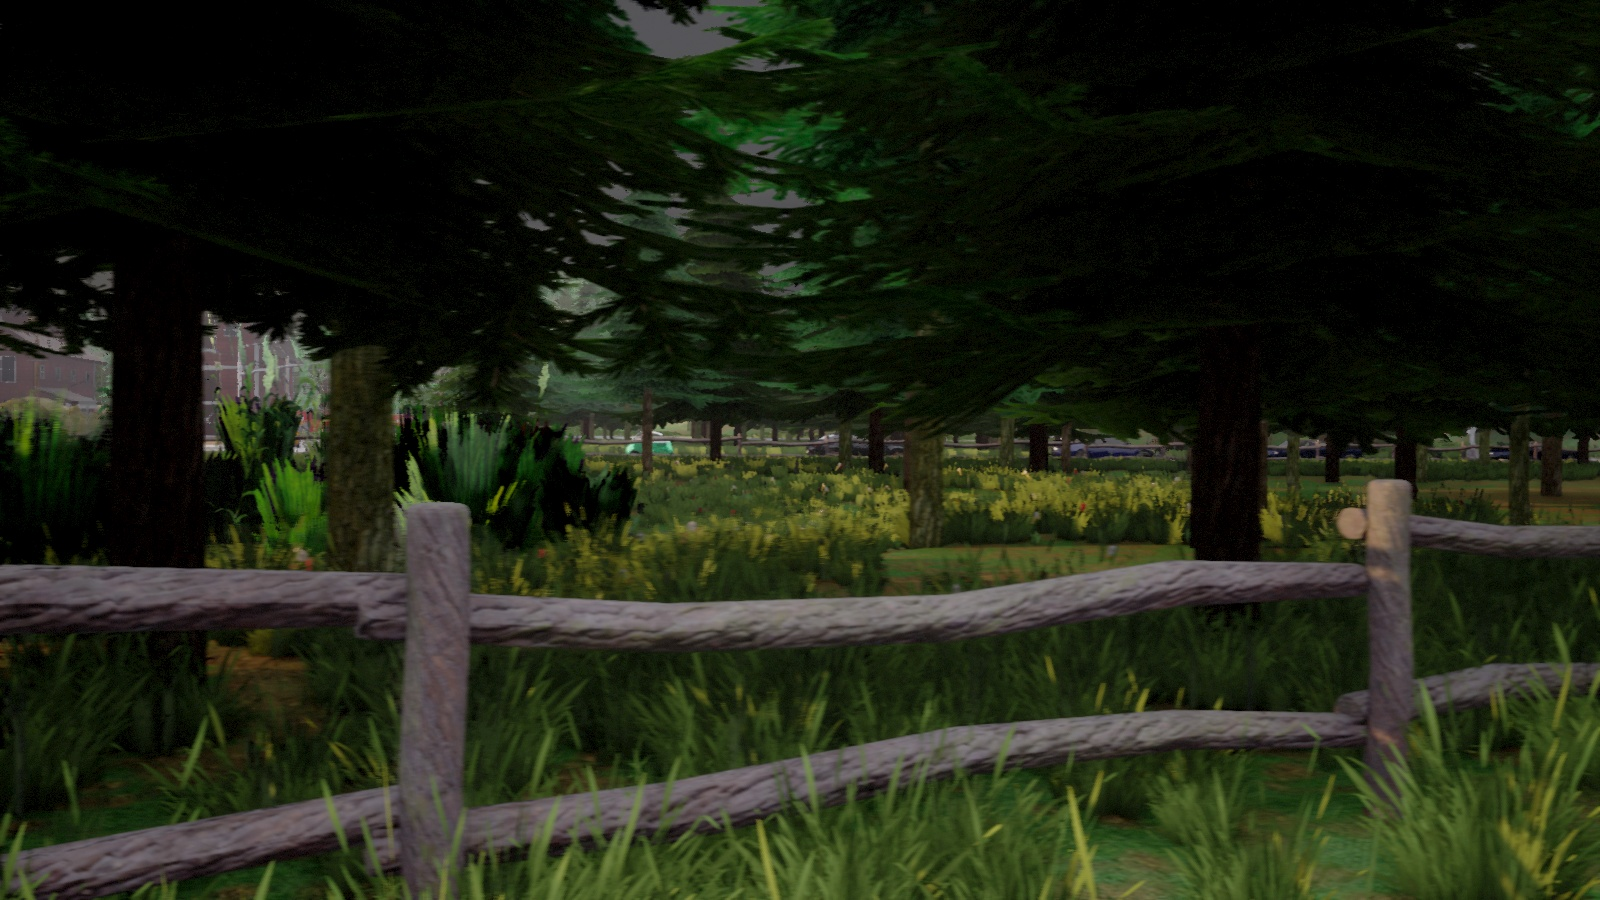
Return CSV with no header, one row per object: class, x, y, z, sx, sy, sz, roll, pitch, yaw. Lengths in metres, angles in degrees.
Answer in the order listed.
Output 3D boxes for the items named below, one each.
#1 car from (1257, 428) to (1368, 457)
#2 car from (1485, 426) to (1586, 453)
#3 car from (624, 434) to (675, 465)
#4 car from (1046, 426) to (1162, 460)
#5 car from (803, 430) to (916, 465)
car,24.796,-0.378,60.780,4.718,1.301,1.895,-1,1,-12
car,37.612,-0.573,64.237,4.718,1.301,1.895,-1,1,-20
car,-6.888,-0.034,57.467,2.207,1.376,1.481,0,1,-11
car,14.117,-0.325,58.431,4.792,1.488,2.163,-1,1,-12
car,2.627,-0.137,55.878,4.674,1.442,1.812,-1,1,-13
